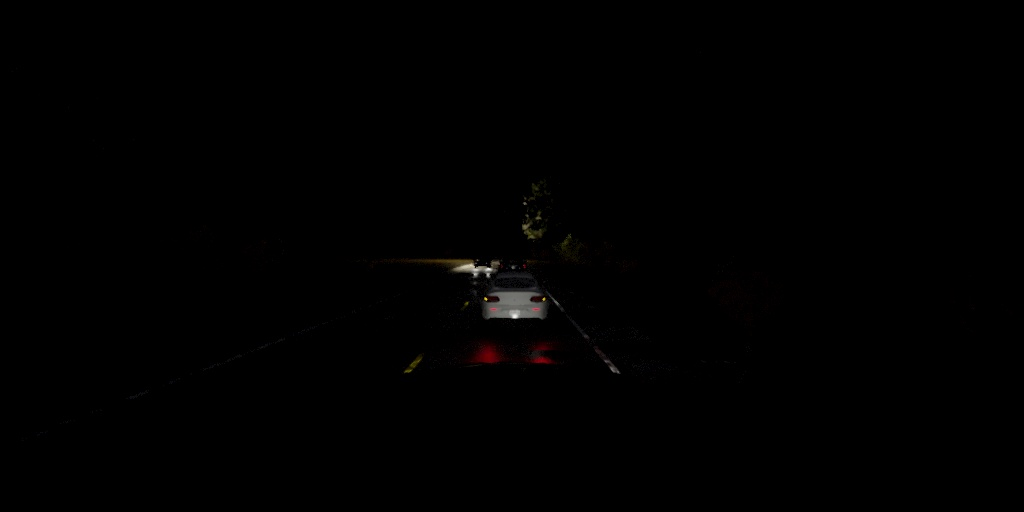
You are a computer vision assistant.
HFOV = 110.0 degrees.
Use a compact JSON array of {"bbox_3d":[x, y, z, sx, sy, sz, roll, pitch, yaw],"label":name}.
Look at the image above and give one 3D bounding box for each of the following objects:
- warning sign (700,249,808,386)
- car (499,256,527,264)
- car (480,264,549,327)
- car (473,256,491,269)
[{"bbox_3d":[3.550,0.818,5.372,1.300,1.860,1.060,0,0,0],"label":"warning sign"},{"bbox_3d":[0.080,0.782,27.196,2.097,1.767,4.553,0,1,0],"label":"car"},{"bbox_3d":[0.081,1.158,10.922,1.812,1.442,4.674,0,1,0],"label":"car"},{"bbox_3d":[-3.590,0.729,44.090,1.837,1.490,4.892,0,1,0],"label":"car"}]
